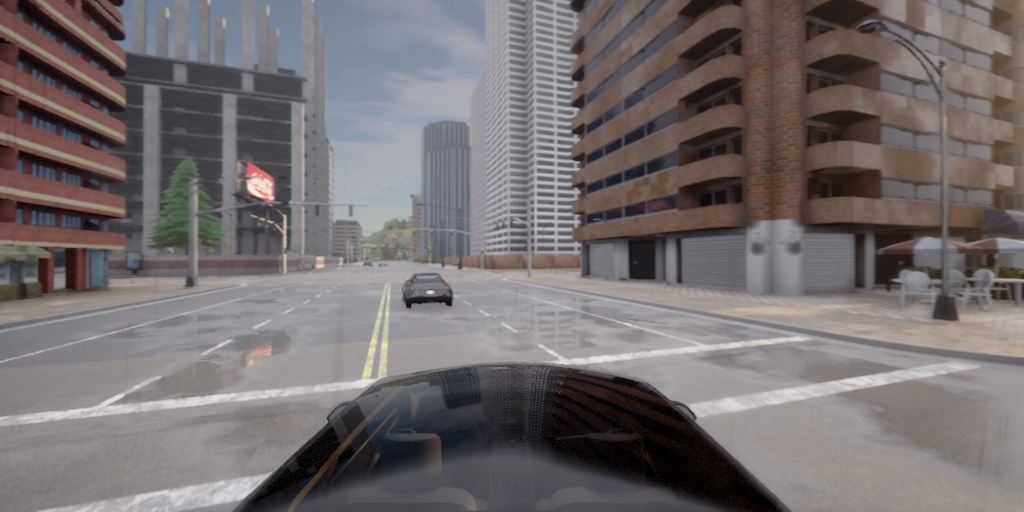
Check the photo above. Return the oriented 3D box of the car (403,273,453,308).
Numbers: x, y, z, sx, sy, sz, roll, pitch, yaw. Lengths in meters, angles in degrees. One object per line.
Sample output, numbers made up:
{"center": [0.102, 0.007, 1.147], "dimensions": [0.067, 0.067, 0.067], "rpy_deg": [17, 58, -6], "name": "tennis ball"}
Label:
{"center": [-3.893, 1.442, 16.246], "dimensions": [1.994, 1.385, 4.181], "rpy_deg": [0, 0, -18], "name": "car"}
